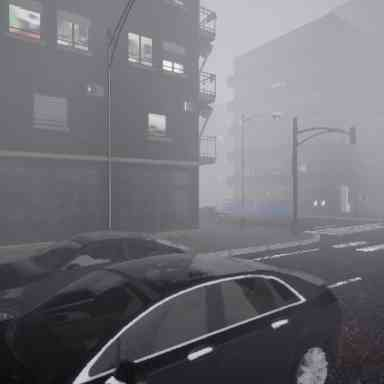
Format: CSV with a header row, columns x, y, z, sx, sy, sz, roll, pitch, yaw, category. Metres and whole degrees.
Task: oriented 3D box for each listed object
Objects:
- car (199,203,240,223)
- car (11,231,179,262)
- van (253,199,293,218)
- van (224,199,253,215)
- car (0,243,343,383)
x,y,z,sx,sy,sz,roll,pitch,yaw,category
1.789,1.874,28.659,1.802,1.307,4.206,-1,0,-36,car
-1.933,1.525,6.299,4.674,1.442,1.812,0,0,-36,car
8.527,1.602,33.577,1.690,1.788,3.998,-1,0,-36,van
5.211,1.676,38.092,1.690,1.788,3.998,-1,0,-36,van
-0.393,1.505,3.405,4.892,1.490,1.837,0,0,-36,car
